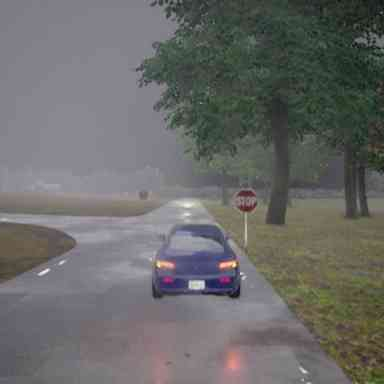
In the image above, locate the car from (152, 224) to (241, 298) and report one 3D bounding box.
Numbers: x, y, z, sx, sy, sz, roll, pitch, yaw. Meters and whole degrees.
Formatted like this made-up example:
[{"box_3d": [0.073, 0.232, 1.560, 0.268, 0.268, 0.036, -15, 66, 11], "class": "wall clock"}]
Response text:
[{"box_3d": [0.091, 1.518, 8.339, 1.812, 1.442, 4.674, 0, 0, 0], "class": "car"}]
